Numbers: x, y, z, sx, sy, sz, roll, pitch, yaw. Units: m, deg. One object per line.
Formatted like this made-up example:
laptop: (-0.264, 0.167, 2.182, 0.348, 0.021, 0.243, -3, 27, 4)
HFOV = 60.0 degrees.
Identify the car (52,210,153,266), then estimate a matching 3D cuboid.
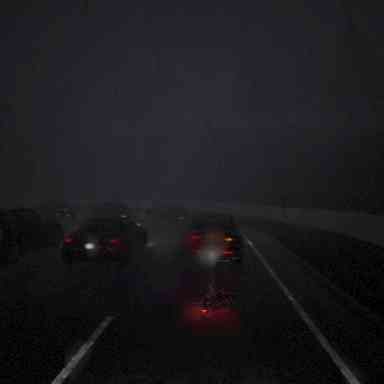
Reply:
car: (-2.812, 1.542, 11.549, 1.994, 1.385, 4.181, 0, 0, 4)

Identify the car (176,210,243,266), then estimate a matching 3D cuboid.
car: (0.689, 1.507, 11.508, 1.837, 1.490, 4.892, 0, -1, 3)

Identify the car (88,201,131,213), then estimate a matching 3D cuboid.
car: (-6.519, 1.461, 26.039, 1.837, 1.490, 4.892, 2, -1, -40)

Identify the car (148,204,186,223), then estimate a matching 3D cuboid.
car: (-1.802, 1.588, 25.498, 1.895, 1.301, 4.718, 0, 0, -29)

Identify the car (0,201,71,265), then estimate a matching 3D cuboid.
car: (-6.341, 1.309, 11.714, 2.097, 1.767, 4.553, 0, 0, 3)

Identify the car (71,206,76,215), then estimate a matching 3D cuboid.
car: (-10.539, 1.418, 24.732, 4.902, 1.511, 2.128, 0, 0, 39)
